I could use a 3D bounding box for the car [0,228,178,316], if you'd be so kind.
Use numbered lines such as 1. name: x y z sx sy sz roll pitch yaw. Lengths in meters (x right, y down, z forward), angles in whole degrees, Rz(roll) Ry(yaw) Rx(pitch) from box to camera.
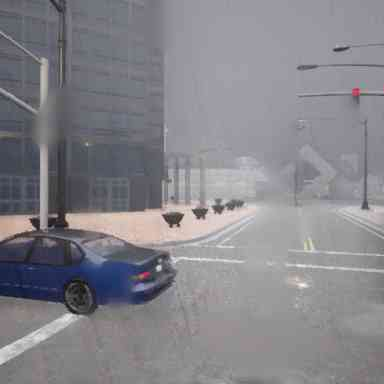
1. car: -3.034 1.518 7.170 5.357 1.411 2.033 0 0 17

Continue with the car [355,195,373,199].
1. car: 43.035 1.399 84.765 1.812 1.442 4.674 0 0 -35
